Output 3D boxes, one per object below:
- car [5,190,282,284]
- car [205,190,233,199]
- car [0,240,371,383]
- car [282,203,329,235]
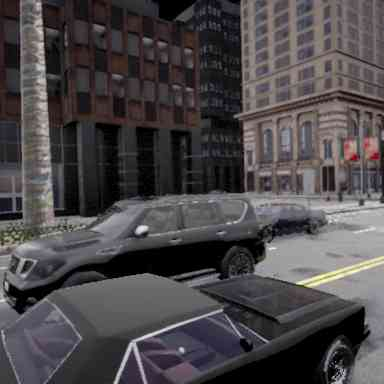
[{"bbox_3d":[-0.825,1.117,7.114,5.566,2.045,2.150,-2,1,-36],"label":"car"},{"bbox_3d":[4.706,0.390,57.907,2.128,1.511,4.902,-2,1,-35],"label":"car"},{"bbox_3d":[-0.243,1.551,3.276,4.718,1.301,1.895,-2,1,-36],"label":"car"},{"bbox_3d":[3.718,1.201,14.408,5.357,1.411,2.033,-2,1,-36],"label":"car"}]
